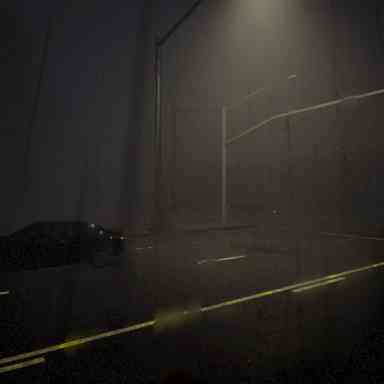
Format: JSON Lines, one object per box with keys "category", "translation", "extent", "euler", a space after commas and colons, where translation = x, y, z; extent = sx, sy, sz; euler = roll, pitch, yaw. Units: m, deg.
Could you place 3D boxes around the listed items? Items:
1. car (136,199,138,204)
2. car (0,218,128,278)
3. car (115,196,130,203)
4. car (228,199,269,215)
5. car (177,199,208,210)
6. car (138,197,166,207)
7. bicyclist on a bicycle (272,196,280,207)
{"category": "car", "translation": [-8.638, 1.564, 61.031], "extent": [1.994, 1.385, 4.181], "euler": [0, 0, -35]}
{"category": "car", "translation": [-4.162, 1.526, 9.617], "extent": [4.674, 1.442, 1.812], "euler": [0, 0, -35]}
{"category": "car", "translation": [-14.451, 1.468, 69.080], "extent": [1.812, 1.442, 4.674], "euler": [0, 0, -36]}
{"category": "car", "translation": [5.830, 1.491, 34.508], "extent": [2.128, 1.511, 4.902], "euler": [0, 0, -36]}
{"category": "car", "translation": [0.045, 1.601, 42.607], "extent": [1.895, 1.301, 4.718], "euler": [0, 0, -36]}
{"category": "car", "translation": [-5.821, 1.477, 50.833], "extent": [1.882, 1.535, 5.008], "euler": [0, 0, -35]}
{"category": "bicyclist on a bicycle", "translation": [11.471, 1.303, 45.507], "extent": [1.656, 1.620, 0.582], "euler": [0, 0, -36]}
